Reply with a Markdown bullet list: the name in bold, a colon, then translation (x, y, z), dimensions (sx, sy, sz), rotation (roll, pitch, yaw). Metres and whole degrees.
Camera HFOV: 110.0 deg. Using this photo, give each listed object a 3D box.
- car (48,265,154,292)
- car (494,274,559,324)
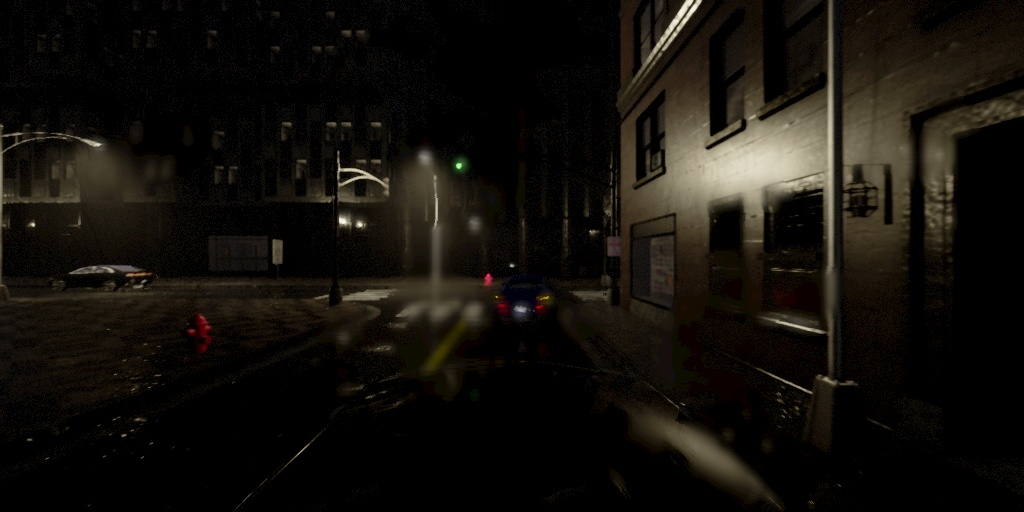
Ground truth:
- **car**: translation (-23.920, 1.278, 20.949), dimensions (4.902, 1.511, 2.128), rotation (0, 0, 0)
- **car**: translation (0.586, 1.318, 12.168), dimensions (1.812, 1.442, 4.674), rotation (0, 0, 8)
